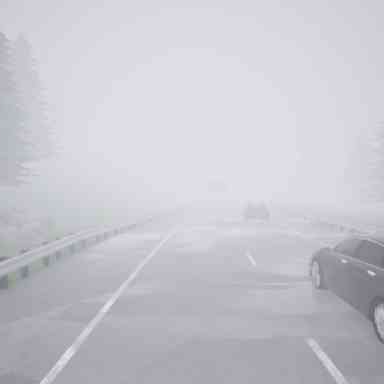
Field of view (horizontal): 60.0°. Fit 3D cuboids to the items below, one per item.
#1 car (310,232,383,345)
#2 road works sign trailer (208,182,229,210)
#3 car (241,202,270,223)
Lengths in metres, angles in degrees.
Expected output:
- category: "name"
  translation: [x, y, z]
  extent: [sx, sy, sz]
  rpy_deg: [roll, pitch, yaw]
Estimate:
- category: "car"
  translation: [3.737, 1.517, 6.207]
  extent: [1.837, 1.490, 4.892]
  rpy_deg: [0, 0, 1]
- category: "road works sign trailer"
  translation: [3.328, 0.509, 42.864]
  extent: [2.380, 3.560, 2.880]
  rpy_deg: [0, 0, 10]
- category: "car"
  translation: [4.960, 1.524, 26.226]
  extent: [2.128, 1.511, 4.902]
  rpy_deg: [0, 0, 5]
